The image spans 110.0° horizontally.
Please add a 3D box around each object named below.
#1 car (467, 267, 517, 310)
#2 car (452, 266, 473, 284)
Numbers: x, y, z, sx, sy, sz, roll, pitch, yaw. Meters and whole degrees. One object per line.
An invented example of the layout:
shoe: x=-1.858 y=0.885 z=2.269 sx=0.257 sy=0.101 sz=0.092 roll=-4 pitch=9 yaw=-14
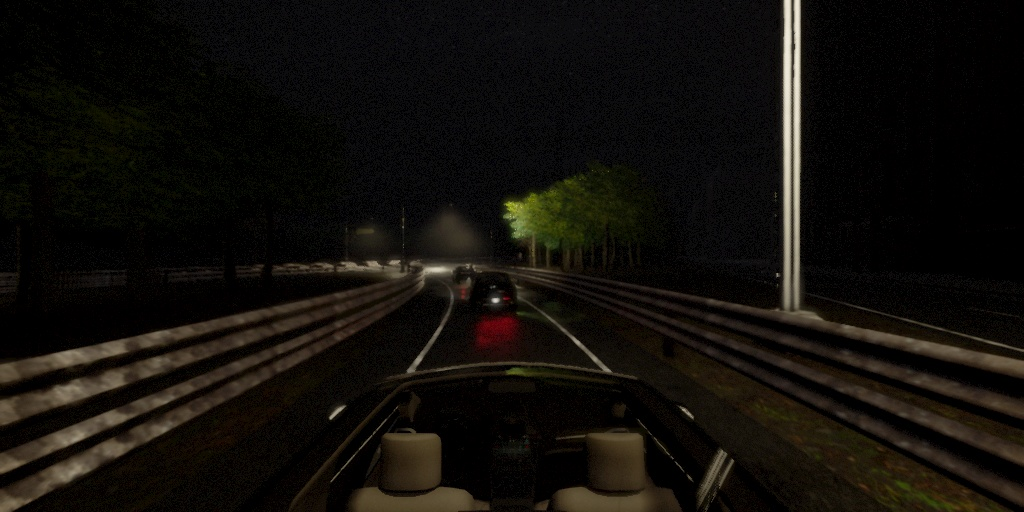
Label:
car: x=-0.918 y=1.418 z=15.810 sx=1.837 sy=1.490 sz=4.892 roll=0 pitch=0 yaw=-7
car: x=-4.057 y=1.585 z=30.971 sx=2.128 sy=1.511 sz=4.902 roll=0 pitch=0 yaw=-15
